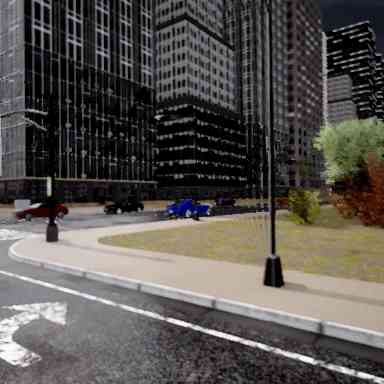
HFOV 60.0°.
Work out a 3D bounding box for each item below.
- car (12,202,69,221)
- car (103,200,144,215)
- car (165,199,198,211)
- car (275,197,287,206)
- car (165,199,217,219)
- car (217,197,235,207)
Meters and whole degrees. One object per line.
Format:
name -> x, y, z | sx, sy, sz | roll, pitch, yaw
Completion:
car -> -12.976, 1.619, 28.696 | 1.812, 1.442, 4.674 | -1, -1, 37
car -> -7.362, 1.610, 36.135 | 1.837, 1.490, 4.892 | -1, -1, 37
car -> -1.324, 1.643, 44.114 | 1.812, 1.442, 4.674 | -1, -1, 37
car -> 15.088, 1.566, 54.766 | 1.812, 1.442, 4.674 | -1, -1, 37
car -> -0.195, 1.438, 29.158 | 1.882, 1.535, 5.008 | -1, -1, 37
car -> 4.990, 1.619, 52.422 | 2.128, 1.511, 4.902 | -1, -1, 38
